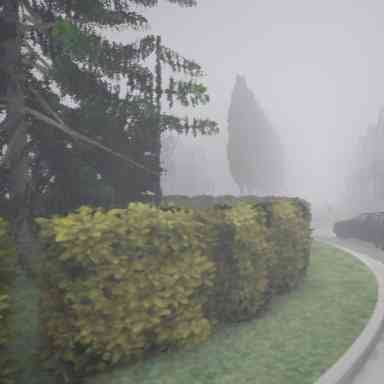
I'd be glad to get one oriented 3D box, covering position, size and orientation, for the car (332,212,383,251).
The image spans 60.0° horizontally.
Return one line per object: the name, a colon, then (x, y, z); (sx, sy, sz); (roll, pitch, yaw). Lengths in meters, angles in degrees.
car: (8.110, 1.566, 14.288); (2.033, 1.411, 5.357); (0, 0, -4)
